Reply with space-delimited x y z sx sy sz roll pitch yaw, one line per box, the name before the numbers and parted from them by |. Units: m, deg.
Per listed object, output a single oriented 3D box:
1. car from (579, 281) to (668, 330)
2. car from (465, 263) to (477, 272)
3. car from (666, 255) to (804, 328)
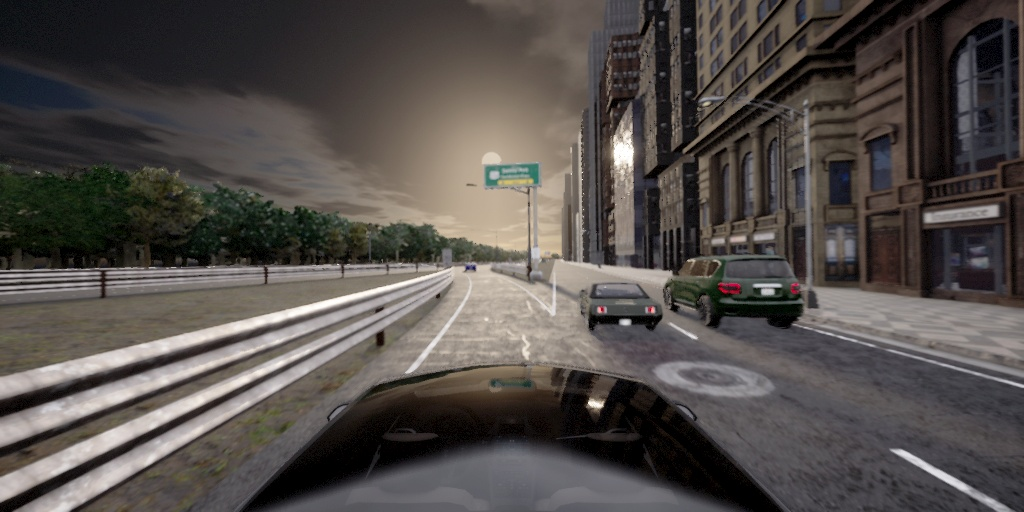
car | 3.171 1.439 11.405 1.895 1.301 4.718 -1 -1 7
car | -7.149 1.889 62.162 1.882 1.535 5.008 -1 -1 -9
car | 6.718 1.016 11.638 2.150 2.045 5.566 -1 -1 7
